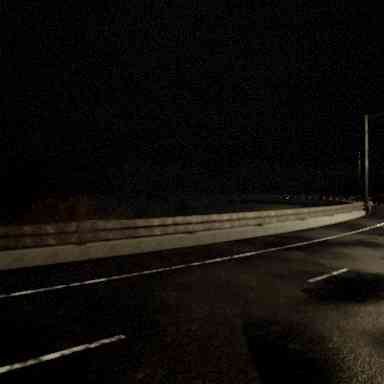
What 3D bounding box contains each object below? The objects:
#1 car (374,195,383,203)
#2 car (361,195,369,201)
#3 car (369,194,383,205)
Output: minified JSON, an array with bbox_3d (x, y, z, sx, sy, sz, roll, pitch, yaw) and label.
[{"bbox_3d":[42.540,1.516,74.105,1.882,1.535,5.008,0,0,7],"label":"car"},{"bbox_3d":[38.959,1.531,73.882,1.837,1.490,4.892,0,0,7],"label":"car"},{"bbox_3d":[36.826,1.394,64.316,2.150,2.045,5.566,0,0,13],"label":"car"}]
